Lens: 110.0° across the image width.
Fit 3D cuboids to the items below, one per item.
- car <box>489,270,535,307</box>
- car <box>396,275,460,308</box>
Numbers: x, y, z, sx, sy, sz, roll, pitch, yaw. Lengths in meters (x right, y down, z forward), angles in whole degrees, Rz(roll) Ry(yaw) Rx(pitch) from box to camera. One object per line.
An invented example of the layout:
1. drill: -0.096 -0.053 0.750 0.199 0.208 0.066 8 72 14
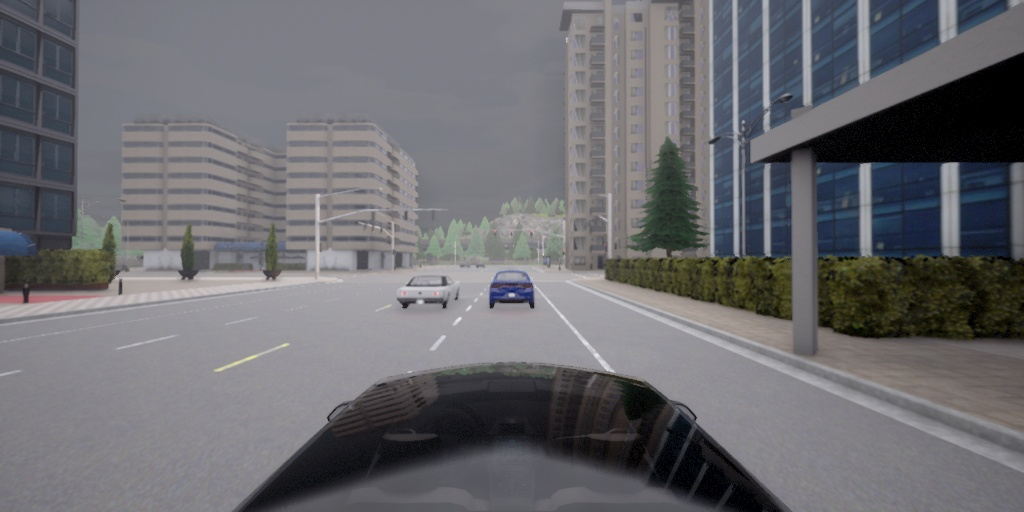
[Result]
1. car: -0.003 1.371 16.323 1.882 1.535 5.008 0 0 0
2. car: -3.506 1.491 15.950 1.895 1.301 4.718 0 -1 0
